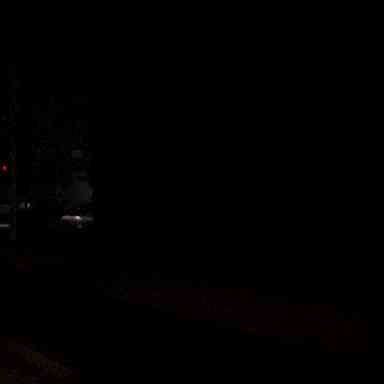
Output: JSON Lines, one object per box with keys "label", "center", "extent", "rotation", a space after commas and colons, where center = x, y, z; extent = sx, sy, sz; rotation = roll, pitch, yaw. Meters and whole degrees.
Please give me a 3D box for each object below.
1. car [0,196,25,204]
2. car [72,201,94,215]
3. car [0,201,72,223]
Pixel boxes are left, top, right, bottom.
{"label": "car", "center": [-16.503, 1.402, 27.868], "extent": [2.150, 2.045, 5.566], "rotation": [0, 0, 35]}
{"label": "car", "center": [-11.145, 1.708, 36.023], "extent": [1.812, 1.442, 4.674], "rotation": [0, 0, 31]}
{"label": "car", "center": [-12.667, 1.685, 27.308], "extent": [1.812, 1.442, 4.674], "rotation": [0, 0, 34]}
